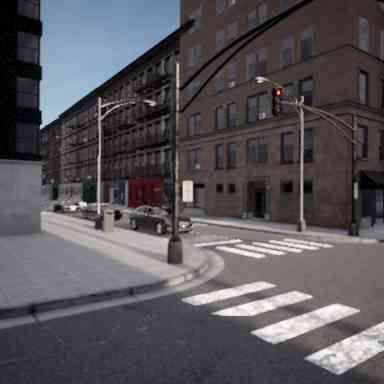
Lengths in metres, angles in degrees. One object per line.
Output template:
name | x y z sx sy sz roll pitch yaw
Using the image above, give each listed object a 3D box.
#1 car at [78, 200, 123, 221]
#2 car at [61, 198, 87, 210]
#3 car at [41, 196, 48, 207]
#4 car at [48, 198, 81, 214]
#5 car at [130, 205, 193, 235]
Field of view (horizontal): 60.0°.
car | -7.205 1.567 26.451 1.895 1.301 4.718 1 0 -35
car | -15.320 1.510 42.923 1.895 1.301 4.718 1 0 -35
car | -21.094 1.337 46.085 1.882 1.535 5.008 1 0 -35
car | -13.096 1.412 34.735 2.128 1.511 4.902 1 0 -35
car | -1.866 1.514 18.954 1.837 1.490 4.892 1 0 -37
